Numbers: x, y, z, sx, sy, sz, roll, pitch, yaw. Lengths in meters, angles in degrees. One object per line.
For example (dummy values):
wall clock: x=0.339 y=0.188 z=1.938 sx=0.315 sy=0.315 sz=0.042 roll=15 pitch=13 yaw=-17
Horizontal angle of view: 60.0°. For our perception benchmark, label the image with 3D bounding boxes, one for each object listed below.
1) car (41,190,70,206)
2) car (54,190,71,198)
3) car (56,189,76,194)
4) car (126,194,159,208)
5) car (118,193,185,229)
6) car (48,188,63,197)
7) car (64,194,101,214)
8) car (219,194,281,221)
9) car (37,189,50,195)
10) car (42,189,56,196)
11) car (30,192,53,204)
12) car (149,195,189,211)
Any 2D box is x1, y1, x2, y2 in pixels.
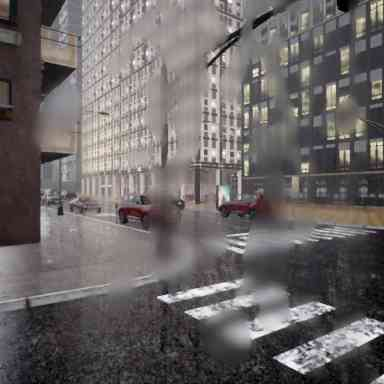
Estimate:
car: x=-15.648 y=0.826 z=37.229 sx=2.008 sy=1.369 sz=4.403 roll=2 pitch=0 yaw=-36
car: x=-25.213 y=0.309 z=64.646 sx=1.887 sy=1.381 sz=4.507 roll=1 pitch=0 yaw=-36
car: x=-19.568 y=0.515 z=52.447 sx=1.837 sy=1.490 sz=4.892 roll=0 pitch=1 yaw=-36
car: x=-5.648 y=0.965 z=37.721 sx=1.947 sy=1.339 sz=4.313 roll=1 pitch=0 yaw=-36
car: x=-2.600 y=1.007 z=19.283 sx=2.192 sy=1.841 sz=5.009 roll=2 pitch=0 yaw=-36
car: x=-28.471 y=0.098 z=69.132 sx=1.967 sy=1.590 sz=4.097 roll=1 pitch=0 yaw=-36
car: x=-9.128 y=1.067 z=28.257 sx=1.802 sy=1.307 sz=4.206 roll=2 pitch=0 yaw=-36
car: x=4.142 y=1.026 z=24.258 sx=2.192 sy=1.841 sz=5.009 roll=1 pitch=0 yaw=-36
car: x=-34.996 y=-0.011 z=78.108 sx=1.887 sy=1.381 sz=4.507 roll=1 pitch=0 yaw=-36
car: x=-31.735 y=0.096 z=73.620 sx=1.887 sy=1.381 sz=4.507 roll=1 pitch=0 yaw=-36
car: x=-18.909 y=0.752 z=41.715 sx=1.802 sy=1.307 sz=4.206 roll=2 pitch=0 yaw=-36
car: x=-2.386 y=1.069 z=33.234 sx=1.947 sy=1.339 sz=4.313 roll=1 pitch=0 yaw=-36
